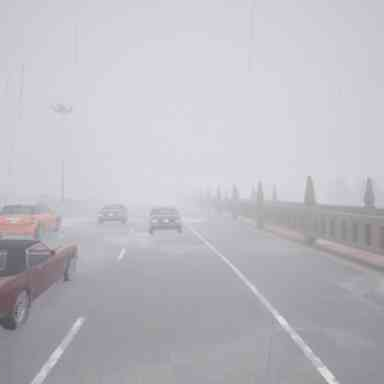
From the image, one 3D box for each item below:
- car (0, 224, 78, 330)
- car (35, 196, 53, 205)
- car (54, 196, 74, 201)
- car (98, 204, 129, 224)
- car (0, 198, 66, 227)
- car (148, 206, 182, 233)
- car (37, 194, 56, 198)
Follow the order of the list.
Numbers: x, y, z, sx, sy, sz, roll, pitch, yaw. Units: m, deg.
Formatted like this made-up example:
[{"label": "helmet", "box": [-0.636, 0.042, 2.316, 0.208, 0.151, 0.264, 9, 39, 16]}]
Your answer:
[{"label": "car", "box": [-3.819, 1.616, 6.795, 1.895, 1.301, 4.718, 0, 0, -4]}, {"label": "car", "box": [-28.325, 1.608, 63.957, 1.837, 1.490, 4.892, 0, 0, -7]}, {"label": "car", "box": [-19.951, 1.640, 52.789, 1.994, 1.385, 4.181, 0, 0, -7]}, {"label": "car", "box": [-5.775, 1.570, 24.825, 2.033, 1.411, 5.357, 0, 0, -7]}, {"label": "car", "box": [-8.434, 1.384, 17.442, 2.097, 1.767, 4.553, 0, 0, -6]}, {"label": "car", "box": [-1.625, 1.554, 19.703, 2.033, 1.411, 5.357, 0, 0, -7]}, {"label": "car", "box": [-23.607, 1.311, 53.936, 2.150, 2.045, 5.566, 0, 0, -6]}]
